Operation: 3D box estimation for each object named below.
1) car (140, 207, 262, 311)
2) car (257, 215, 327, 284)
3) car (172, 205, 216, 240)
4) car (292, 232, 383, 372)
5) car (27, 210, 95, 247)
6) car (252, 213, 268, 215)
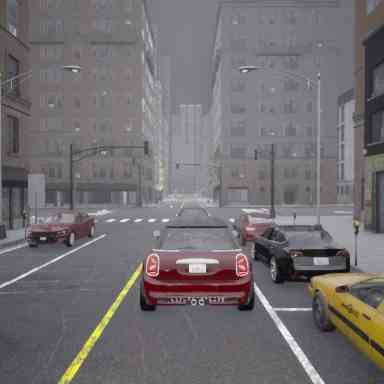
[{"bbox_3d":[0.086,1.350,7.920,2.097,1.767,4.553,0,0,0],"label":"car"},{"bbox_3d":[2.849,1.563,9.416,1.947,1.339,4.313,-1,0,0],"label":"car"},{"bbox_3d":[0.064,1.542,18.159,2.033,1.411,5.357,0,0,0],"label":"car"},{"bbox_3d":[2.859,1.524,4.000,1.752,1.417,4.829,-1,0,0],"label":"car"},{"bbox_3d":[-5.707,1.540,14.983,1.887,1.381,4.507,-1,0,0],"label":"car"},{"bbox_3d":[2.839,1.577,15.002,1.802,1.307,4.206,-1,0,0],"label":"car"}]
